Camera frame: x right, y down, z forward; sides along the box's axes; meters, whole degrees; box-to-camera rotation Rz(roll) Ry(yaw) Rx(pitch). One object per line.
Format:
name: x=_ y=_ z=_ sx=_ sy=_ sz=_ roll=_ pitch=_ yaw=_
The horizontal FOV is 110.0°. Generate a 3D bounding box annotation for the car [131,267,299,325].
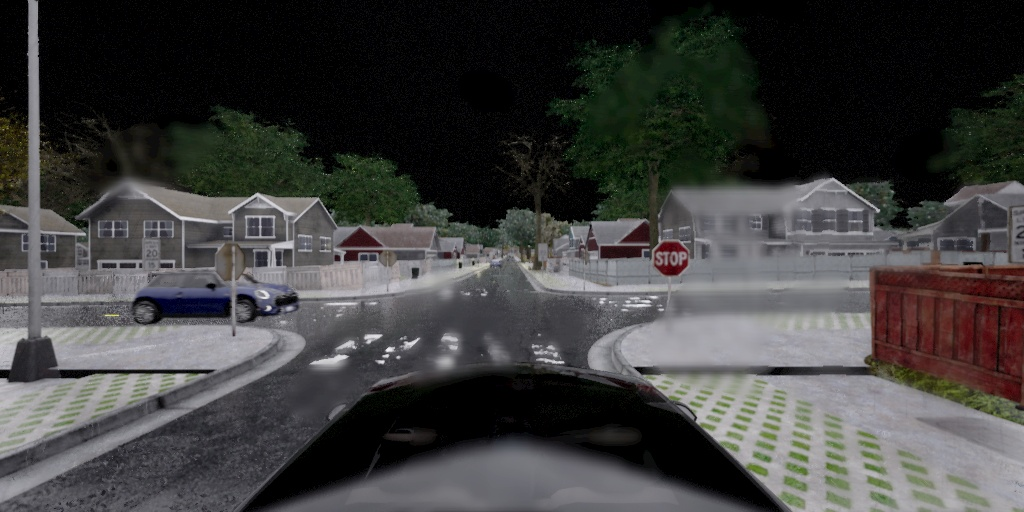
car: x=-9.854 y=1.248 z=12.196 sx=4.553 sy=1.767 sz=2.097 roll=-1 pitch=0 yaw=-1

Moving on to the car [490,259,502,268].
car: x=-2.762 y=1.291 z=61.677 sx=1.812 sy=1.442 sz=4.674 roll=0 pitch=0 yaw=0
